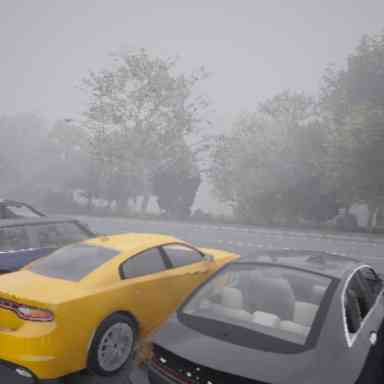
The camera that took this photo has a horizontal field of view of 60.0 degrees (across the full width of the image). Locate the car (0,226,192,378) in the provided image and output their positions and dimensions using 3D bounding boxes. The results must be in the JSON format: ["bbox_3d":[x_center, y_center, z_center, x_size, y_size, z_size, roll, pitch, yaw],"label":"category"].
[{"bbox_3d":[-0.854,1.457,5.747,2.097,1.535,5.008,0,0,35],"label":"car"}]

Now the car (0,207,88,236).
[{"bbox_3d":[-3.129,1.325,7.339,2.185,1.767,4.553,0,0,35],"label":"car"}]

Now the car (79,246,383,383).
[{"bbox_3d":[1.404,1.473,4.138,2.231,1.521,4.892,0,0,35],"label":"car"}]

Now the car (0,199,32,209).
[{"bbox_3d":[-5.351,1.197,8.997,2.435,2.045,5.566,0,0,35],"label":"car"}]
